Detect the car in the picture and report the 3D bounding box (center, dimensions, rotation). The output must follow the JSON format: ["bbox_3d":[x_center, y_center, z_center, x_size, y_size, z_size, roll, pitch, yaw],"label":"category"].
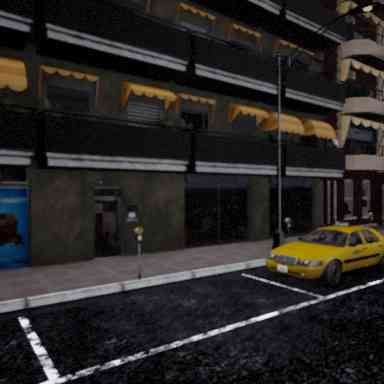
[{"bbox_3d":[4.178,1.565,9.548,4.829,1.417,1.752,0,-1,-35],"label":"car"}]
